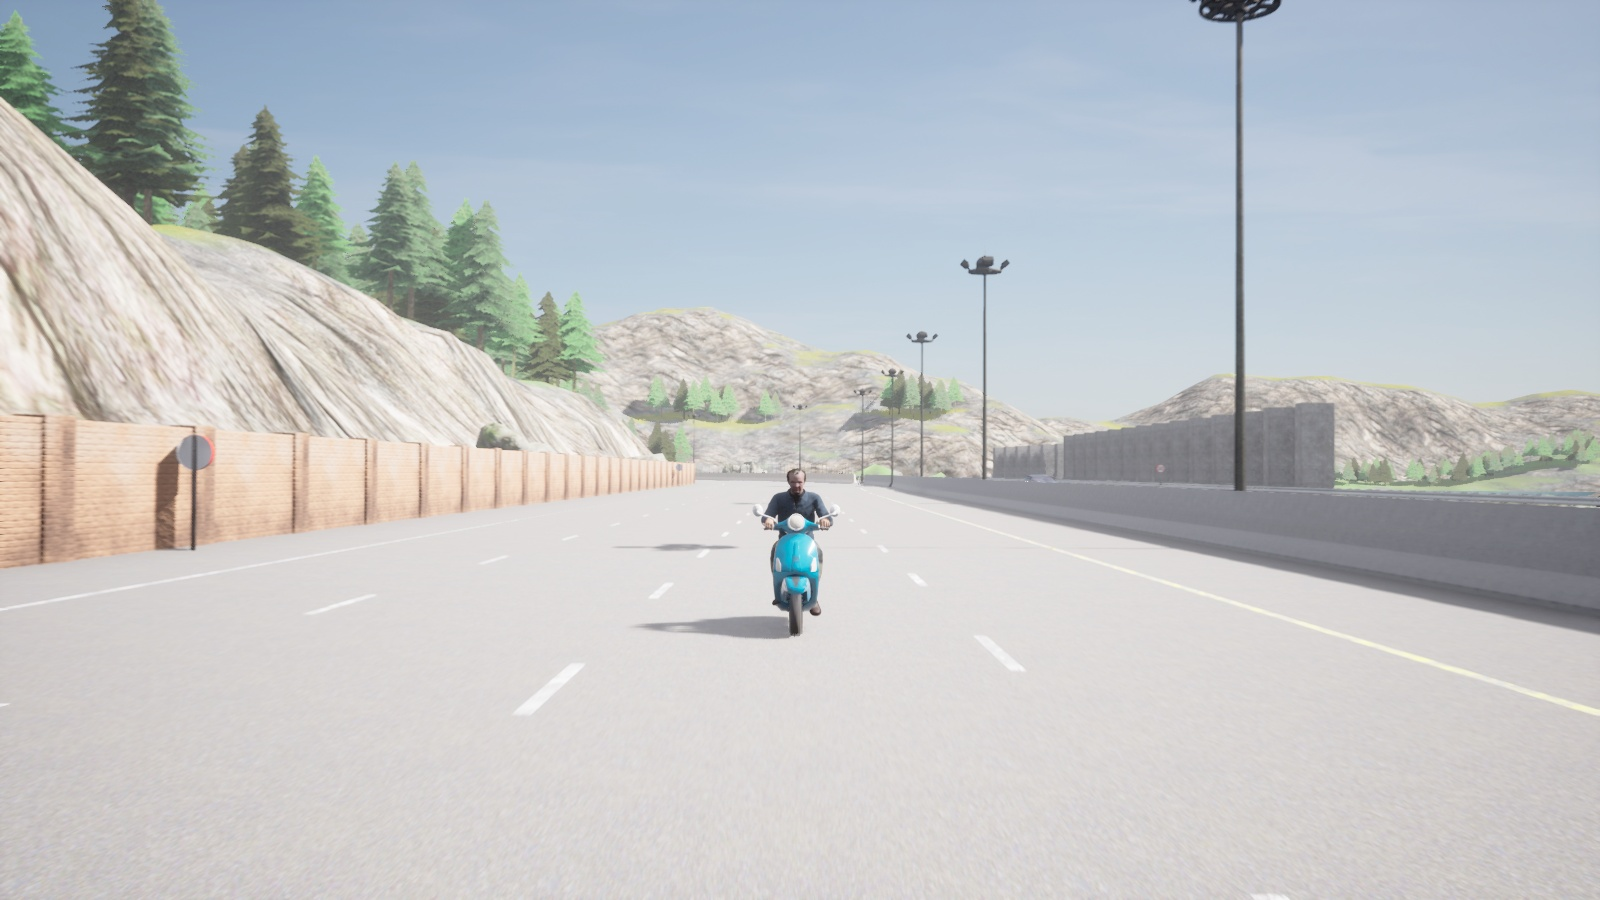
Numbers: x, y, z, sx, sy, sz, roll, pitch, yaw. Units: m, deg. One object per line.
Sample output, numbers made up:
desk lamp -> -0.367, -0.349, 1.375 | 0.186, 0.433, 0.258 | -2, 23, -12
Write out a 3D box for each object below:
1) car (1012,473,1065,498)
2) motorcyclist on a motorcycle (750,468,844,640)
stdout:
car -> 13.828, 2.033, 72.976 | 2.033, 1.411, 5.357 | 0, -1, 0
motorcyclist on a motorcycle -> -0.030, 0.979, 12.542 | 0.866, 1.590, 1.817 | 0, -1, 0
